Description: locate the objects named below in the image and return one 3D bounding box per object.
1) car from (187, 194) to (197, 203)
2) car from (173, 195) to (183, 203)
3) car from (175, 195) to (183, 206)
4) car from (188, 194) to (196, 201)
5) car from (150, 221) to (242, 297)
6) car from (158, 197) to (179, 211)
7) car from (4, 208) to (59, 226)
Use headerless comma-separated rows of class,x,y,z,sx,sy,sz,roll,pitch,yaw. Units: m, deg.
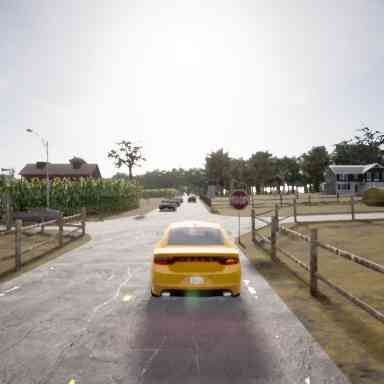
car,0.004,1.440,70.447,1.837,1.490,4.892,0,0,0
car,-2.762,1.428,67.685,1.882,1.535,5.008,0,0,0
car,-2.825,1.566,53.072,1.895,1.301,4.718,0,0,0
car,0.008,1.249,80.877,1.882,1.535,5.008,0,0,0
car,0.063,1.481,8.638,1.882,1.535,5.008,0,0,-1
car,-2.851,1.581,39.382,1.895,1.301,4.718,0,0,0
car,-12.364,1.923,26.114,4.181,1.385,1.994,-1,-2,-3
